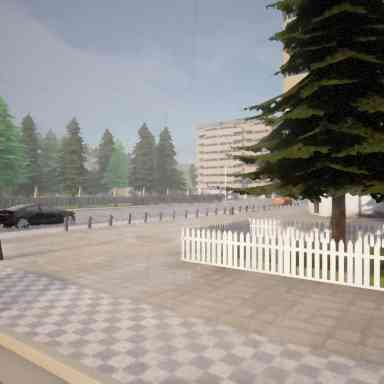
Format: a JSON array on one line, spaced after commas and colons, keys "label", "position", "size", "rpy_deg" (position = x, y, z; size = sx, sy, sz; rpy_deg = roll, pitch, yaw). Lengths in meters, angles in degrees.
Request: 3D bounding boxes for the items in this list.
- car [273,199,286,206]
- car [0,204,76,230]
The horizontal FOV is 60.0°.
[{"label": "car", "position": [15.474, 1.352, 56.669], "size": [2.097, 1.767, 4.553], "rpy_deg": [0, 0, 36]}, {"label": "car", "position": [-9.874, 1.477, 21.279], "size": [1.882, 1.535, 5.008], "rpy_deg": [0, 0, 36]}]
